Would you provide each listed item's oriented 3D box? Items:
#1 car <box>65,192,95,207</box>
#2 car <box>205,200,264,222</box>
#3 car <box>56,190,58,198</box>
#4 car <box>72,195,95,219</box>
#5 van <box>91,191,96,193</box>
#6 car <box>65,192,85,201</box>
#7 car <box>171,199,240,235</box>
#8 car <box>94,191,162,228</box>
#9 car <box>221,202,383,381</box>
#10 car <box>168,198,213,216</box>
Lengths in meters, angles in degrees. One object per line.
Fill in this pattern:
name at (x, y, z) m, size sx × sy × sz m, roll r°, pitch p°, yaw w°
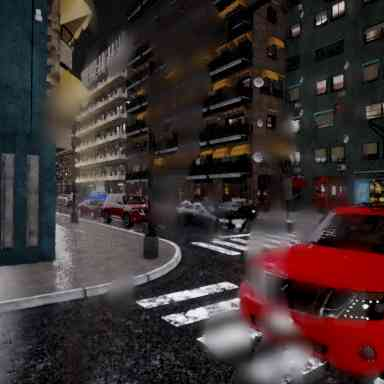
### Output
car at (-12.286, 1.026, 36.137) m, size 2.033 × 1.411 × 5.357 m, roll 1°, pitch 1°, yaw -36°
car at (3.070, 1.354, 24.871) m, size 1.947 × 1.339 × 4.313 m, roll 2°, pitch 0°, yaw -36°
car at (-29.681, 0.301, 69.926) m, size 2.192 × 1.841 × 5.009 m, roll 2°, pitch 0°, yaw -36°
car at (-7.006, 1.183, 24.480) m, size 1.887 × 1.381 × 4.507 m, roll 2°, pitch 0°, yaw -36°
van at (-13.304, 0.727, 47.399) m, size 1.690 × 1.788 × 3.998 m, roll 2°, pitch 0°, yaw -36°
car at (-19.860, 0.770, 56.409) m, size 1.887 × 1.381 × 4.507 m, roll 2°, pitch 0°, yaw -36°
car at (0.885, 1.296, 17.729) m, size 2.128 × 1.511 × 4.902 m, roll 1°, pitch 0°, yaw -33°
car at (-3.724, 1.034, 19.975) m, size 2.192 × 1.841 × 5.009 m, roll 2°, pitch 0°, yaw -36°
car at (3.348, 1.226, 5.656) m, size 5.566 × 2.045 × 2.150 m, roll 0°, pitch 0°, yaw -36°
car at (-0.206, 1.289, 29.376) m, size 1.802 × 1.307 × 4.206 m, roll 2°, pitch 0°, yaw -36°
